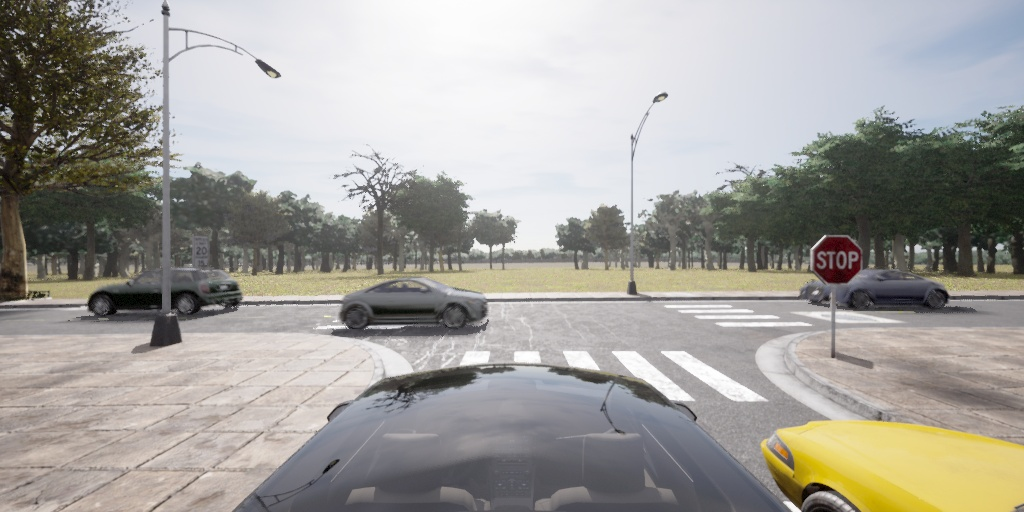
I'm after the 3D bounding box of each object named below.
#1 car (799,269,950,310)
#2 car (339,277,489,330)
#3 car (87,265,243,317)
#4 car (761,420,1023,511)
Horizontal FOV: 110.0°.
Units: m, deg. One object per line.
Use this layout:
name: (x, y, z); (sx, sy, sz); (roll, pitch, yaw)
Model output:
car: (13.322, 1.175, 13.361); (4.181, 1.385, 1.994); (0, 0, 1)
car: (-2.796, 1.317, 10.612); (4.181, 1.385, 1.994); (-1, 0, 1)
car: (-13.105, 1.245, 13.688); (4.553, 1.767, 2.097); (-1, 0, 1)
car: (2.628, 1.276, 0.575); (1.751, 1.417, 4.829); (0, 0, 0)
